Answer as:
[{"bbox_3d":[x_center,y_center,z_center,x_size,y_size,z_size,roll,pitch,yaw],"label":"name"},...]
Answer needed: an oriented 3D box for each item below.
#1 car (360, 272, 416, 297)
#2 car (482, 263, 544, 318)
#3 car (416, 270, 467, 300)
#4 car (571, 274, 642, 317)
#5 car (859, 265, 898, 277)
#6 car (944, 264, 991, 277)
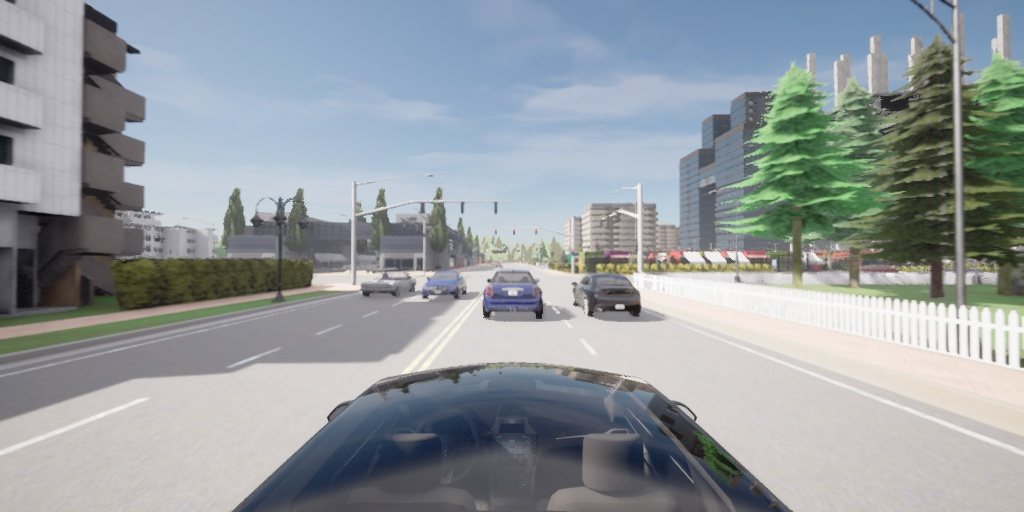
[{"bbox_3d":[-7.041,1.618,20.889,1.895,1.301,4.718,0,-1,1],"label":"car"},{"bbox_3d":[0.045,1.273,14.016,2.097,1.767,4.553,0,-1,0],"label":"car"},{"bbox_3d":[-3.552,1.524,19.590,1.812,1.442,4.674,0,-1,0],"label":"car"},{"bbox_3d":[3.547,1.429,14.127,1.837,1.490,4.892,0,0,0],"label":"car"},{"bbox_3d":[44.176,1.816,43.952,5.008,1.535,1.882,0,-1,-1],"label":"car"},{"bbox_3d":[50.578,1.856,40.568,4.181,1.385,1.994,0,-1,-1],"label":"car"}]
